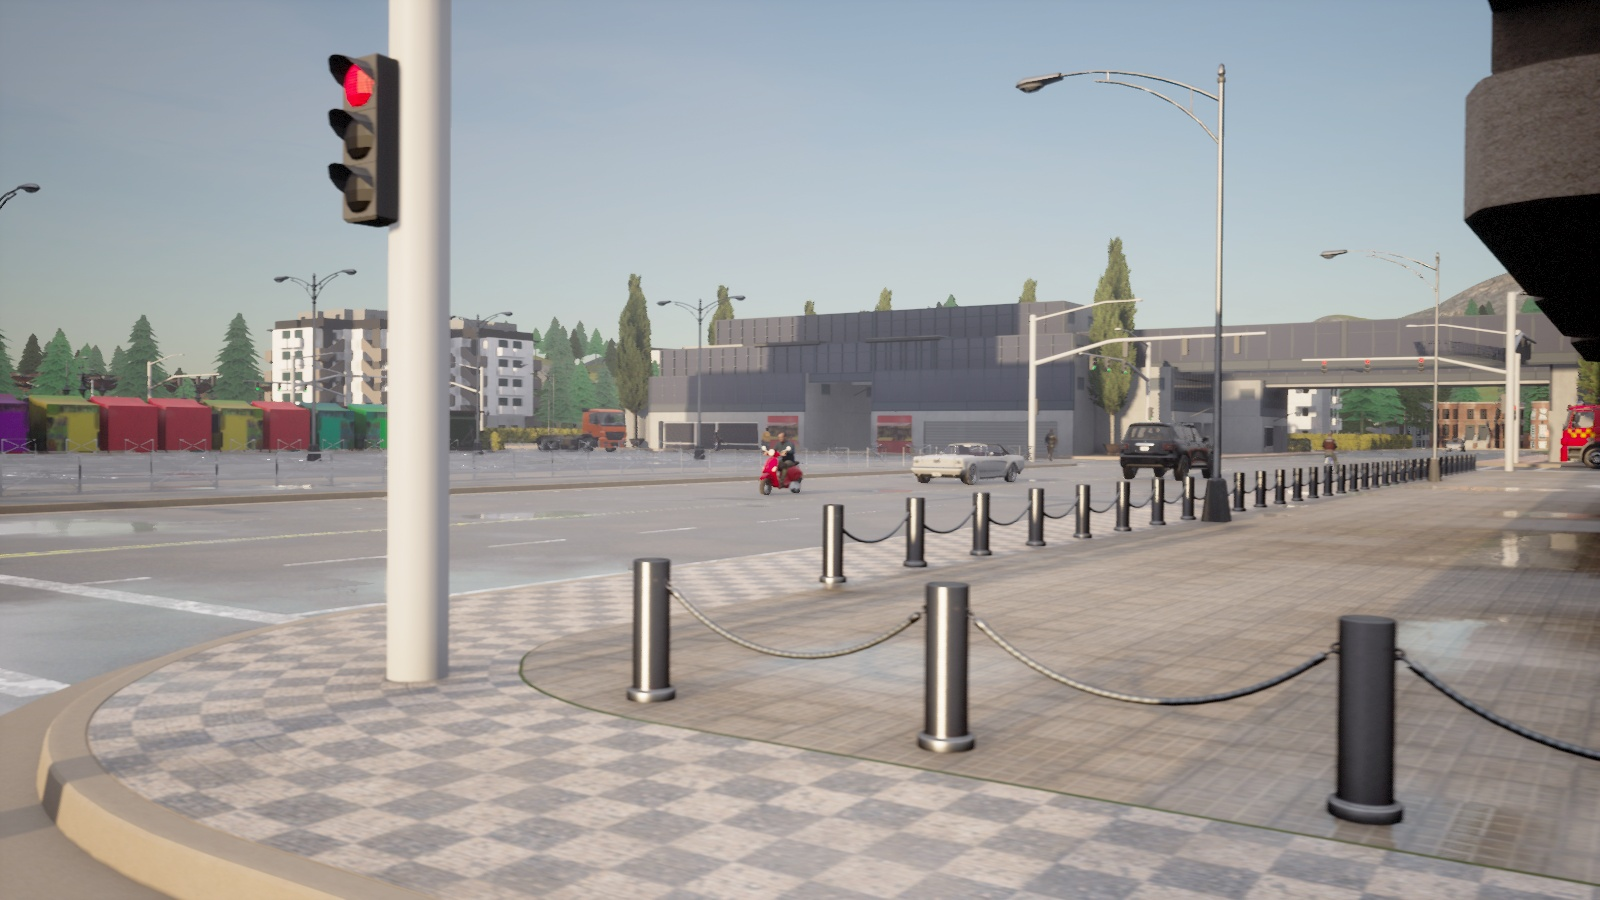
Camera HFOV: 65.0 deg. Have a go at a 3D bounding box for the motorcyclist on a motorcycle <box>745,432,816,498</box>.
[{"bbox_3d":[-0.473,0.347,31.417,0.866,1.590,1.817,0,1,34],"label":"motorcyclist on a motorcycle"}]

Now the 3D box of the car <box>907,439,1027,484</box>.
[{"bbox_3d":[5.402,0.322,40.099,1.895,1.301,4.718,0,1,34],"label":"car"}]

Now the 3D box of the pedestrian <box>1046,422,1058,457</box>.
[{"bbox_3d":[13.607,-0.558,67.856,0.563,1.883,0.849,-1,1,7],"label":"pedestrian"}]

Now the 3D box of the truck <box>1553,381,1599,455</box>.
[{"bbox_3d":[43.810,-1.660,64.700,8.468,3.827,2.891,0,1,34],"label":"truck"}]

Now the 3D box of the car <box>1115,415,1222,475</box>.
[{"bbox_3d":[13.534,-0.218,45.878,2.150,2.045,5.566,0,1,34],"label":"car"}]
